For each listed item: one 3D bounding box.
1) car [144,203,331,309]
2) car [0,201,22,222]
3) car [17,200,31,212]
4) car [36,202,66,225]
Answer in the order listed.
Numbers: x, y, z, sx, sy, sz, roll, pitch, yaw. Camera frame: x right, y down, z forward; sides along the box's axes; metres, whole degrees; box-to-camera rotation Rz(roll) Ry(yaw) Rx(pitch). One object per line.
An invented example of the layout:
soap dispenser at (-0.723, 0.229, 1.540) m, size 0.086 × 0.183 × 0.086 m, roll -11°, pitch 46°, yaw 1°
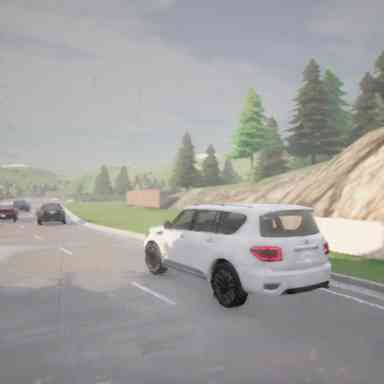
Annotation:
car at (0.721, 1.305, 8.470) m, size 2.150 × 2.045 × 5.566 m, roll 1°, pitch -1°, yaw -32°
car at (-16.909, 1.876, 30.356) m, size 1.882 × 1.535 × 5.008 m, roll 0°, pitch -1°, yaw -25°
car at (-24.753, 1.975, 48.356) m, size 2.097 × 1.767 × 4.553 m, roll 0°, pitch -1°, yaw -19°
car at (-11.902, 1.700, 27.953) m, size 2.097 × 1.767 × 4.553 m, roll 0°, pitch -1°, yaw -27°
